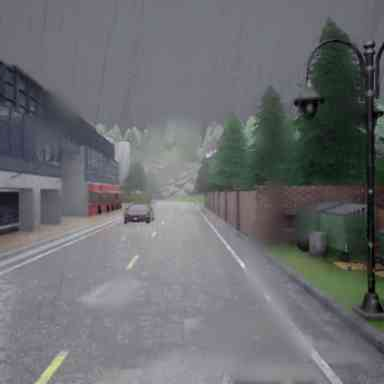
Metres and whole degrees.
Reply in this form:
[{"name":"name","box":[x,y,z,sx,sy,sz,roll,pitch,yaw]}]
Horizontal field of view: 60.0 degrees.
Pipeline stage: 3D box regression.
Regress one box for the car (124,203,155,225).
[{"name":"car","box":[-3.986,1.608,25.615,1.882,1.535,5.008,0,0,-1]}]
